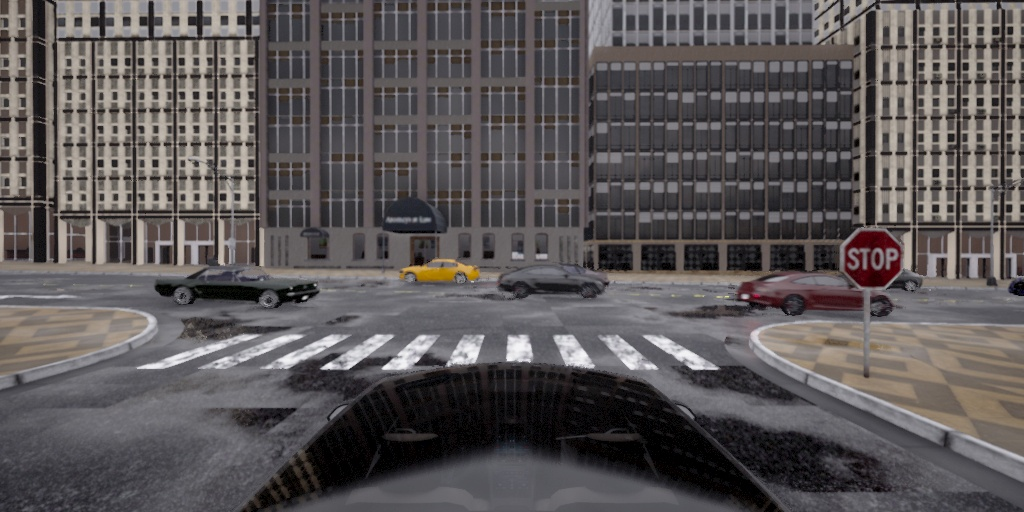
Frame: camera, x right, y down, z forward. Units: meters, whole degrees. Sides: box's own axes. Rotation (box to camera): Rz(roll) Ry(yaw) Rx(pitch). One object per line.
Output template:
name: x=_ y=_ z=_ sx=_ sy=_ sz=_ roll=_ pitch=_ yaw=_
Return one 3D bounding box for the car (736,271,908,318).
car: x=10.378 y=1.271 z=12.476 sx=4.674 sy=1.442 sz=1.812 roll=1 pitch=0 yaw=-1

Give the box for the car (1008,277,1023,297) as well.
car: x=29.466 y=1.384 z=18.852 sx=4.553 sy=1.767 sz=2.097 roll=1 pitch=0 yaw=1

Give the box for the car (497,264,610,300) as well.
car: x=1.676 y=1.104 z=15.775 sx=4.674 sy=1.442 sz=1.812 roll=0 pitch=0 yaw=1

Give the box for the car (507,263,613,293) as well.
car: x=2.445 y=1.120 z=19.238 sx=5.357 sy=1.411 sz=2.033 roll=1 pitch=0 yaw=1

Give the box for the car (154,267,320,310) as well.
car: x=-9.504 y=1.066 z=12.711 sx=4.718 sy=1.301 sz=1.895 roll=3 pitch=0 yaw=1

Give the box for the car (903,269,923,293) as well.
car: x=22.311 y=1.405 z=22.205 sx=4.892 sy=1.490 sz=1.837 roll=1 pitch=0 yaw=1

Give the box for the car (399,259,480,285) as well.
car: x=-4.505 y=0.950 z=22.570 sx=5.008 sy=1.535 sz=1.882 roll=1 pitch=1 yaw=1
